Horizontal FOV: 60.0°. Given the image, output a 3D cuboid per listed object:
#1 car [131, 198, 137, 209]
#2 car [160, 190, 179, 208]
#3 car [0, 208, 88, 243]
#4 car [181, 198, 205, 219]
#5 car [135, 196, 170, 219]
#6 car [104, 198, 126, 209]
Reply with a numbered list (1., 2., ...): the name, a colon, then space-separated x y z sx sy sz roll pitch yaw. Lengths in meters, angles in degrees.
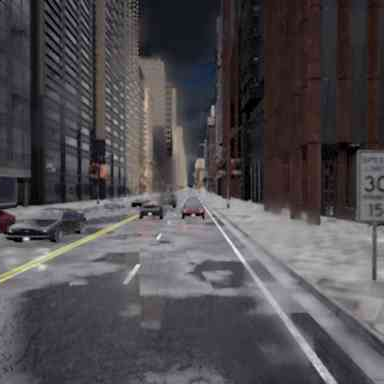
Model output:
1. car: -6.429 1.399 41.893 1.895 1.301 4.718 0 0 0
2. car: -3.102 1.016 43.789 2.150 2.045 5.566 0 1 1
3. car: -6.568 1.468 15.838 2.033 1.411 5.357 0 0 0
4. car: 0.110 1.472 27.572 1.895 1.301 4.718 0 0 1
5. car: -3.140 1.375 27.410 1.837 1.490 4.892 0 0 0
6. car: -9.679 1.397 41.901 1.895 1.301 4.718 0 0 0
